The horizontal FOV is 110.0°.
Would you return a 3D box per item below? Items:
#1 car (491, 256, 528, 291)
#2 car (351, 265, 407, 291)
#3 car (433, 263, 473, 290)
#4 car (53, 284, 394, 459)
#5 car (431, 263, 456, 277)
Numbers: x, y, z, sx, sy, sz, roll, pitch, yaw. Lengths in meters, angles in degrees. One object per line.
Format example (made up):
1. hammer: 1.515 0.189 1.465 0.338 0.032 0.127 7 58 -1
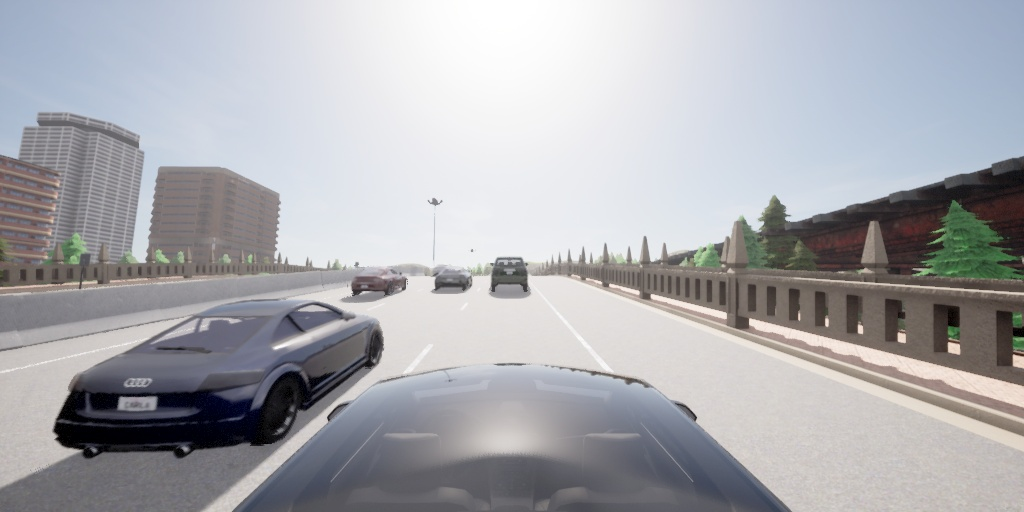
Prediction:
1. car: -0.168 1.020 22.608 2.150 2.045 5.566 0 0 -1
2. car: -7.129 1.316 19.548 1.812 1.442 4.674 0 0 -1
3. car: -3.674 1.362 23.023 1.994 1.385 4.181 0 0 -1
4. car: -3.444 1.322 5.278 1.994 1.385 4.181 0 0 -1
5. car: -7.381 1.530 39.105 1.812 1.442 4.674 0 -2 -1
